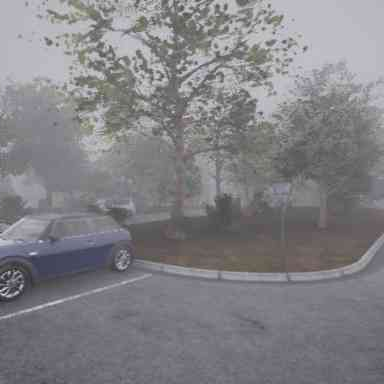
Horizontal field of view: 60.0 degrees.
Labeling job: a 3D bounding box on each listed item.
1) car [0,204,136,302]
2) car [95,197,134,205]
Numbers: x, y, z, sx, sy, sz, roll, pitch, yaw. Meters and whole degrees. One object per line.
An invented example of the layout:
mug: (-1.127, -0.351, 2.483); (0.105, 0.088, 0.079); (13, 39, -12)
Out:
car: (-3.663, 1.341, 8.446); (2.185, 1.767, 4.553); (0, 0, 35)
car: (-7.313, 1.527, 28.574); (2.150, 2.045, 5.566); (-3, -1, 35)
